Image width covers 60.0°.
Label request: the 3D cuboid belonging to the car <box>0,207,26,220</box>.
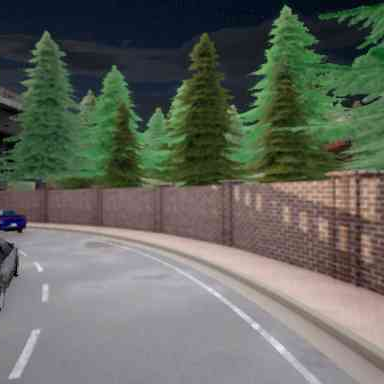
[{"bbox_3d":[-11.499,1.594,18.915,5.008,1.535,1.882,0,0,32],"label":"car"}]

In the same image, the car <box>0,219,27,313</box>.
[{"bbox_3d":[-4.962,1.598,7.220,2.033,1.411,5.357,-1,0,-23],"label":"car"}]

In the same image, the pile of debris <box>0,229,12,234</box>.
[{"bbox_3d":[-11.569,2.292,19.053,1.860,0.140,1.500,-1,0,30],"label":"pile of debris"}]
